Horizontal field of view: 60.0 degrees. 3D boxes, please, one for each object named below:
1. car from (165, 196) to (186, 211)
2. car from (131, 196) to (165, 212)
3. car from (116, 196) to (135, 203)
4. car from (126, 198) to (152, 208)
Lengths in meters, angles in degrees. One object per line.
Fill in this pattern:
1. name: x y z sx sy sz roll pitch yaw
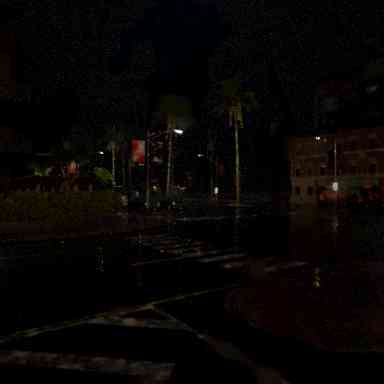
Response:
1. car: -2.636 1.343 40.990 2.097 1.767 4.553 0 0 -35
2. car: -5.470 1.345 38.930 2.097 1.767 4.553 0 0 -35
3. car: -13.762 1.510 68.780 1.812 1.442 4.674 0 0 -39
4. car: -7.803 1.592 48.350 1.895 1.301 4.718 0 0 -35
